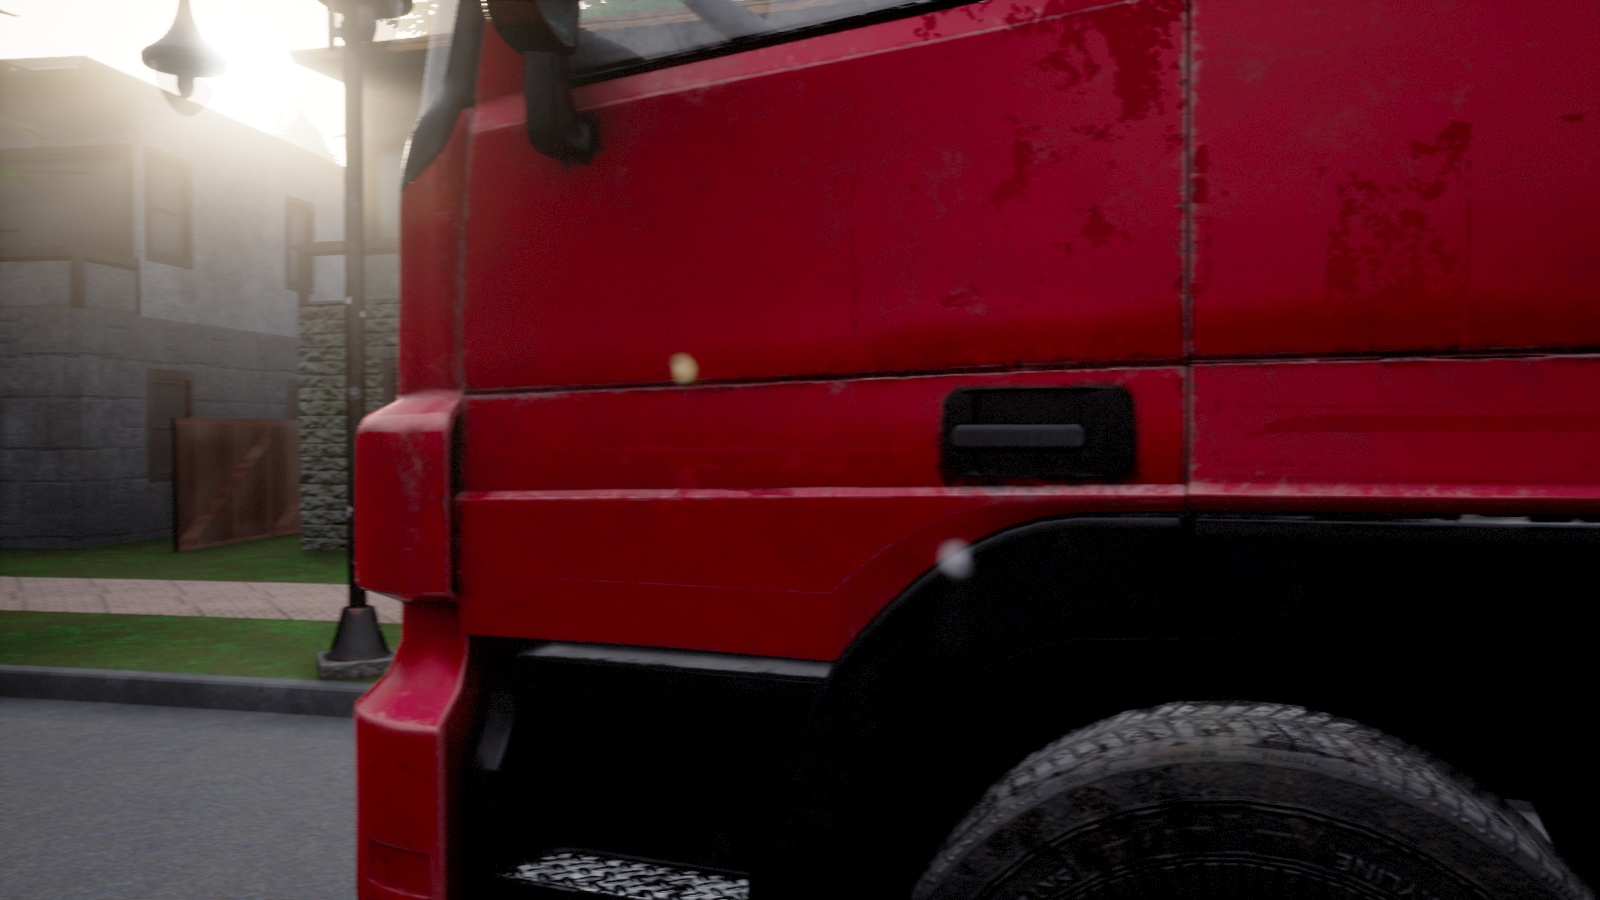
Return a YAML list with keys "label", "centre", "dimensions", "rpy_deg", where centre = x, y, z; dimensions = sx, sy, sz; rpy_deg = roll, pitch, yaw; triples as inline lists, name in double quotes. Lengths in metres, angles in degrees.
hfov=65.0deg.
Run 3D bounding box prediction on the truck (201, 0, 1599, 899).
- label: "truck"
  centre: [3.111, -0.180, 2.079]
  dimensions: [7.936, 3.462, 2.891]
  rpy_deg: [1, 1, 23]
